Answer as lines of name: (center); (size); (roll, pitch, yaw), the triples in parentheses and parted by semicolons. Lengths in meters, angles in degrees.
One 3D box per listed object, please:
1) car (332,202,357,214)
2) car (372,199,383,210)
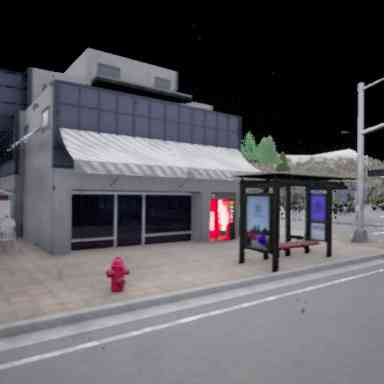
car: (18.966, 1.956, 40.842); (3.806, 1.475, 1.970); (1, -1, -36)
car: (30.911, 2.054, 53.457); (4.605, 1.855, 1.932); (1, -1, -36)
